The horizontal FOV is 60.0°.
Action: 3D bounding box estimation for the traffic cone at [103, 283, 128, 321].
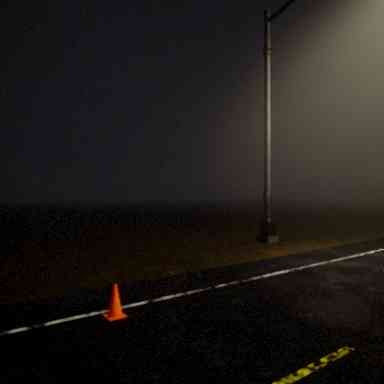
[{"bbox_3d":[-1.385,1.955,6.020,0.340,0.580,0.340,0,0,-36],"label":"traffic cone"}]
